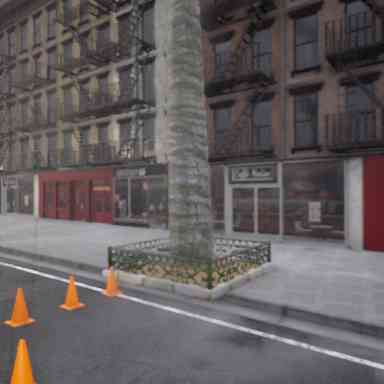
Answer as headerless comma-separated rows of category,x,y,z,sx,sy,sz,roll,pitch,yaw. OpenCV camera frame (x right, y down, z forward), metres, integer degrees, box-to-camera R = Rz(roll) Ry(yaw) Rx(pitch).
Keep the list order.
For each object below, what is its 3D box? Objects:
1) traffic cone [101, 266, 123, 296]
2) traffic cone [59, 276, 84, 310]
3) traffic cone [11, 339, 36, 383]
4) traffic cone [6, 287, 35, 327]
traffic cone,-1.762,1.932,7.303,0.340,0.580,0.340,0,0,36
traffic cone,-2.345,1.930,6.491,0.340,0.580,0.340,0,0,36
traffic cone,-1.888,1.939,3.699,0.340,0.580,0.340,0,0,36
traffic cone,-2.929,1.929,5.678,0.340,0.580,0.340,0,0,36
